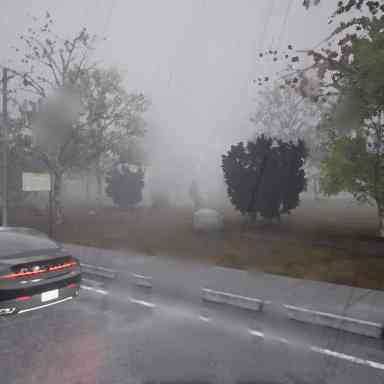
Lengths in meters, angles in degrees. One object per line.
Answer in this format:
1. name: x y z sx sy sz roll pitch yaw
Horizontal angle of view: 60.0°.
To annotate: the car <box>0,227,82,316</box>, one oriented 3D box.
1. car: -4.342 1.505 7.087 4.892 1.490 1.837 0 0 37
